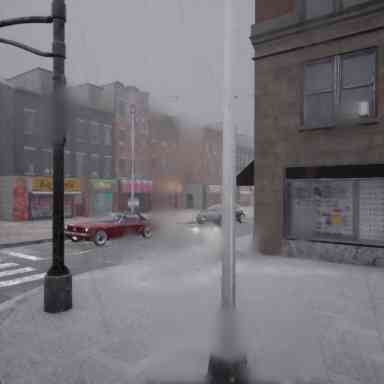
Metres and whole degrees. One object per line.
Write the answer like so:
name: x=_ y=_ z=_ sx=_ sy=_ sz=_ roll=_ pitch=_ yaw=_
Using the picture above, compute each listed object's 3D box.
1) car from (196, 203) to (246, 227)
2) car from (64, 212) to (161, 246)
car: x=2.178 y=1.568 z=23.963 sx=1.837 sy=1.490 sz=4.892 roll=0 pitch=0 yaw=35
car: x=-3.650 y=1.633 z=15.774 sx=1.895 sy=1.301 sz=4.718 roll=0 pitch=0 yaw=35
